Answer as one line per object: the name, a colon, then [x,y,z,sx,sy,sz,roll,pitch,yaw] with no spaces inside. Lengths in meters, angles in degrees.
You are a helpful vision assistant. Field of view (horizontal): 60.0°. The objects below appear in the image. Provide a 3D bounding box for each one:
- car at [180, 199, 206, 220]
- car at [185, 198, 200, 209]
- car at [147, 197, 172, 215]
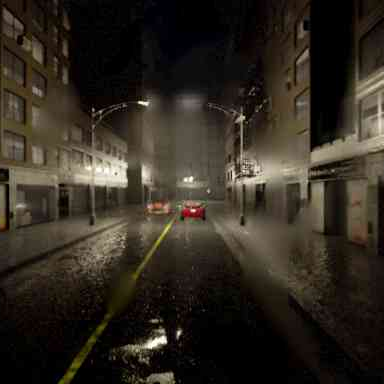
car: [0.087,1.471,27.827,2.163,1.488,4.792,0,0,0]
car: [0.077,1.561,45.316,1.895,1.301,4.718,0,0,0]
car: [-3.113,1.315,32.621,2.097,1.767,4.553,0,0,0]
